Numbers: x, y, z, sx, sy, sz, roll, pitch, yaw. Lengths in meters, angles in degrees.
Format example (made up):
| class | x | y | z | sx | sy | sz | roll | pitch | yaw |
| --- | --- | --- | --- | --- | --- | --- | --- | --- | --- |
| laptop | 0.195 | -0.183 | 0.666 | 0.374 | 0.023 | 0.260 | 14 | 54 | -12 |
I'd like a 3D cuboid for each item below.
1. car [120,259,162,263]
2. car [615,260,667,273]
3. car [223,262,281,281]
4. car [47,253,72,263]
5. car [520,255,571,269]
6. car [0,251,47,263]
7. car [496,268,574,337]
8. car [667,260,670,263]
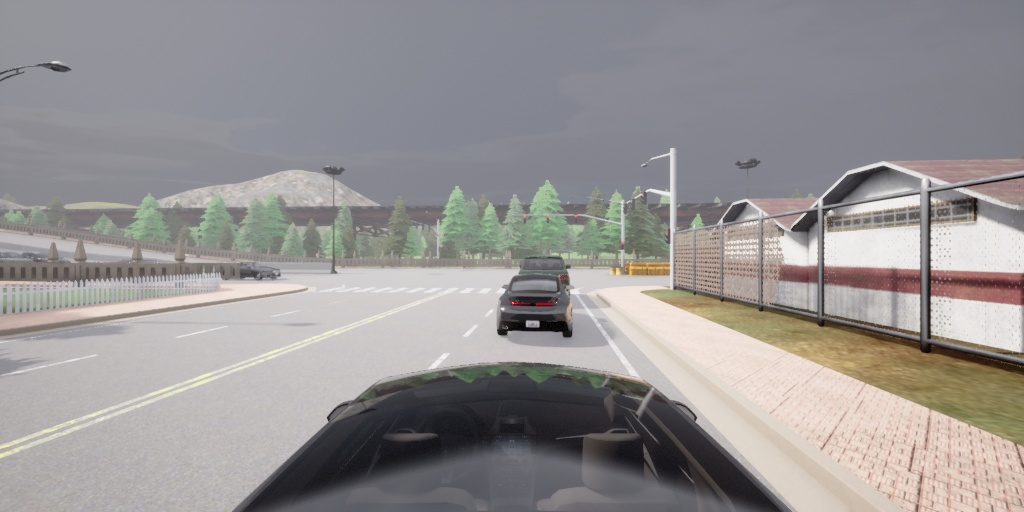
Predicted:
| class | x | y | z | sx | sy | sz | roll | pitch | yaw |
| --- | --- | --- | --- | --- | --- | --- | --- | --- | --- |
| car | -31.102 | 1.049 | 30.600 | 4.553 | 1.767 | 2.097 | 1 | 0 | 4 |
| car | 14.560 | 1.297 | 41.597 | 5.357 | 1.411 | 2.033 | 0 | 0 | 4 |
| car | -21.915 | 1.239 | 29.927 | 4.902 | 1.511 | 2.128 | 0 | 0 | 5 |
| car | -46.146 | 0.408 | 35.240 | 4.892 | 1.490 | 1.837 | 5 | 0 | 5 |
| car | 1.484 | 0.971 | 16.323 | 2.150 | 2.045 | 5.566 | 0 | 0 | 7 |
| car | -44.808 | 0.385 | 31.616 | 4.553 | 1.767 | 2.097 | 4 | 0 | 5 |
| car | 0.717 | 1.255 | 10.313 | 1.837 | 1.490 | 4.892 | 0 | 0 | 6 |
| car | 19.842 | 1.241 | 44.732 | 4.902 | 1.511 | 2.128 | 0 | 0 | 4 |
